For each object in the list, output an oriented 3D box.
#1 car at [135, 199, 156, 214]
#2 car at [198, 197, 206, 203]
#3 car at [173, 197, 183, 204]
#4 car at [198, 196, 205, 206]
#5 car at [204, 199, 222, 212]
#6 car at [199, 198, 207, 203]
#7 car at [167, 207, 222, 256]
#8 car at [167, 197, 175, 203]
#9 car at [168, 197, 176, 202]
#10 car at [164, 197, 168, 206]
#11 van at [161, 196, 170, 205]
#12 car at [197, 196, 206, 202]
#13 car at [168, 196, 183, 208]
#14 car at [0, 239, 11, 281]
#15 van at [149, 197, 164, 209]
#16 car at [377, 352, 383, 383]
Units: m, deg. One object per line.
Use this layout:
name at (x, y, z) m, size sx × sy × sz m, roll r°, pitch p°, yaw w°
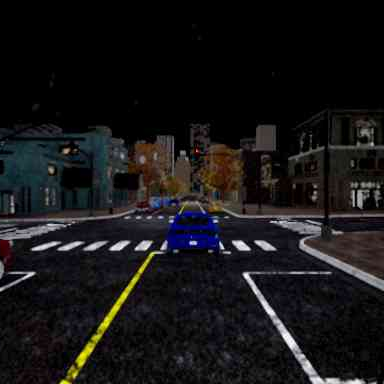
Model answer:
car at (-5.692, 1.854, 39.568) m, size 1.802 × 1.307 × 4.206 m, roll 0°, pitch 0°, yaw 0°
car at (2.687, 2.155, 89.484) m, size 1.887 × 1.381 × 4.507 m, roll -1°, pitch 0°, yaw 0°
car at (-3.002, 1.903, 72.861) m, size 2.128 × 1.511 × 4.902 m, roll 0°, pitch 0°, yaw 0°
car at (2.687, 2.011, 67.299) m, size 2.008 × 1.369 × 4.403 m, roll -1°, pitch 0°, yaw 0°
car at (2.687, 1.798, 39.739) m, size 1.752 × 1.417 × 4.829 m, roll -1°, pitch 0°, yaw 0°
car at (2.687, 2.139, 83.938) m, size 1.947 × 1.339 × 4.313 m, roll -1°, pitch 0°, yaw 0°
car at (0.060, 1.573, 13.588) m, size 1.882 × 1.535 × 5.008 m, roll 0°, pitch 0°, yaw 0°
car at (-5.694, 2.176, 89.484) m, size 1.947 × 1.339 × 4.313 m, roll 0°, pitch 0°, yaw 0°
car at (-5.694, 2.192, 95.030) m, size 1.887 × 1.381 × 4.507 m, roll 0°, pitch 0°, yaw 0°
car at (-5.694, 1.930, 56.207) m, size 1.887 × 1.381 × 4.507 m, roll 0°, pitch 0°, yaw 0°
van at (-5.695, 1.839, 72.847) m, size 1.690 × 1.788 × 3.998 m, roll 0°, pitch 0°, yaw 0°
car at (2.685, 1.963, 95.032) m, size 2.192 × 1.841 × 5.009 m, roll -1°, pitch 0°, yaw 0°
car at (-3.059, 1.916, 56.971) m, size 1.812 × 1.442 × 4.674 m, roll 0°, pitch 0°, yaw 0°
car at (-5.692, 1.594, 7.050) m, size 1.887 × 1.381 × 4.507 m, roll 0°, pitch 0°, yaw 0°
van at (-5.695, 1.688, 50.662) m, size 1.690 × 1.788 × 3.998 m, roll 0°, pitch 0°, yaw 0°
car at (2.689, 1.577, 1.506) m, size 1.947 × 1.339 × 4.313 m, roll -1°, pitch 0°, yaw 0°
